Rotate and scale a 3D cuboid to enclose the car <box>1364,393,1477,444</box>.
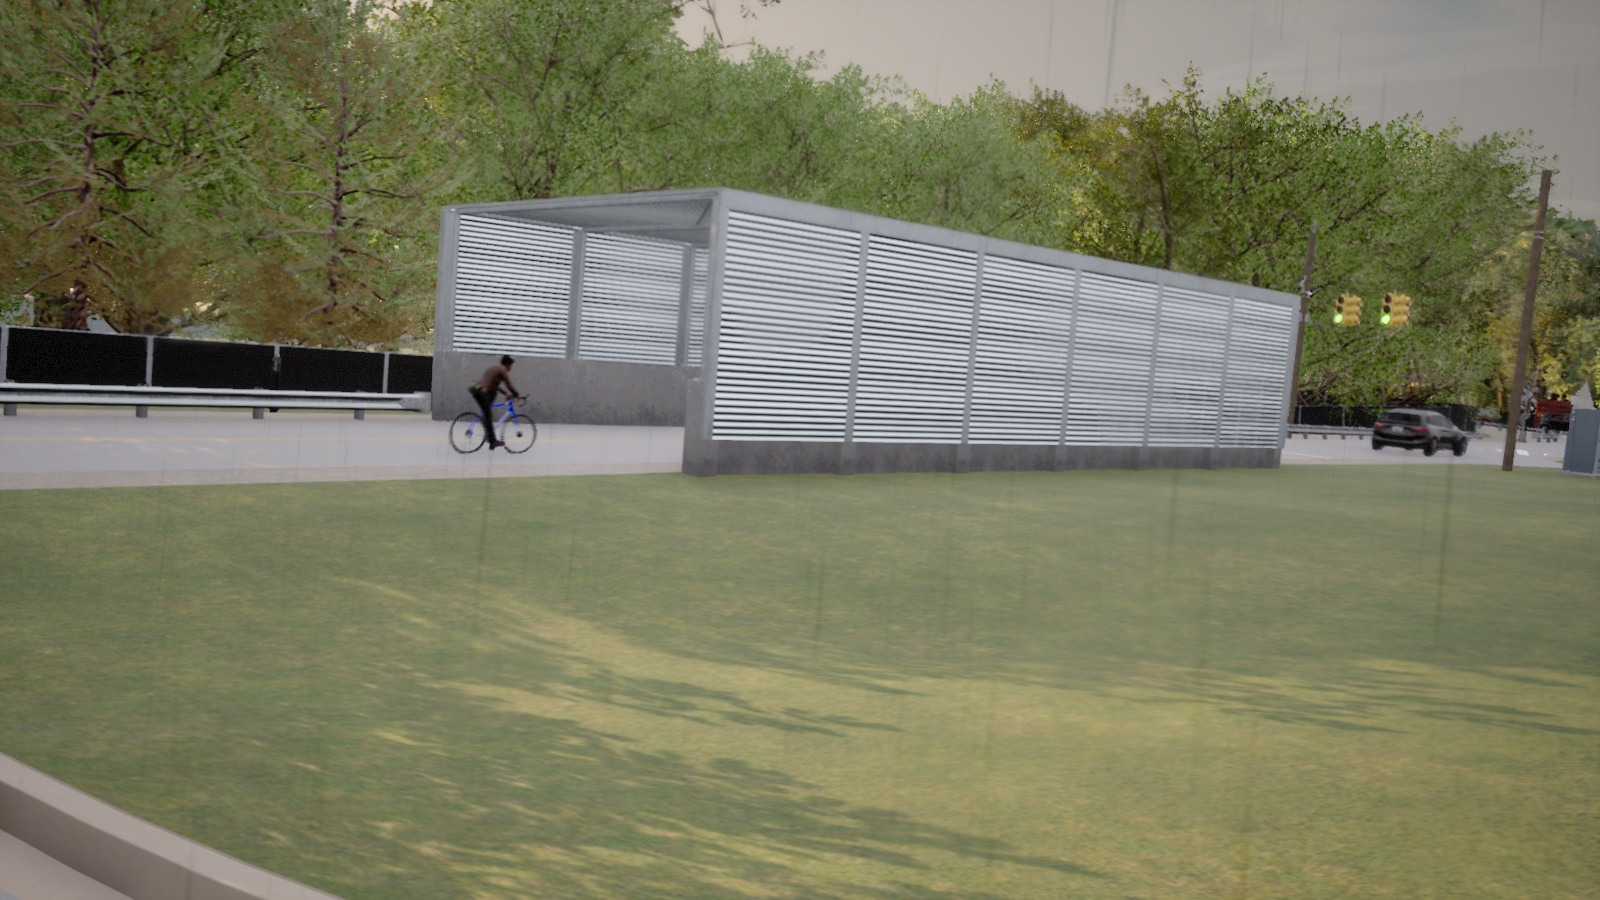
[{"bbox_3d":[23.794,-1.210,48.093,4.611,1.667,2.242,-1,7,-43],"label":"car"}]

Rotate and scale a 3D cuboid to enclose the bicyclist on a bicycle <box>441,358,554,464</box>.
[{"bbox_3d":[-4.877,-0.633,20.321,0.582,1.620,1.656,8,6,42],"label":"bicyclist on a bicycle"}]
